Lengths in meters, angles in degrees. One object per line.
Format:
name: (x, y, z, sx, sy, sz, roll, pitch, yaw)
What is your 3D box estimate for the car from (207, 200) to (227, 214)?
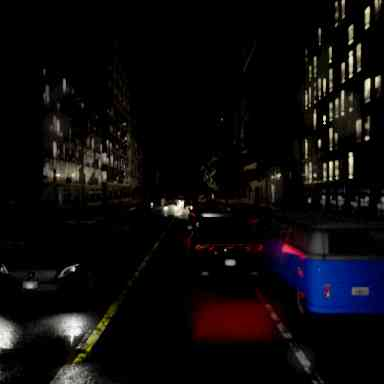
car: (2.623, 1.586, 35.605, 1.802, 1.307, 4.206, 0, 0, 0)

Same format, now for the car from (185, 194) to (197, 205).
car: (-0.115, 1.337, 60.889, 2.097, 1.767, 4.553, 0, 0, 0)

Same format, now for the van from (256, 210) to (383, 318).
van: (2.678, 1.342, 7.144, 1.690, 1.788, 3.998, 0, 0, 0)

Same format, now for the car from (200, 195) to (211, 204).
car: (2.570, 1.421, 64.068, 1.967, 1.590, 4.097, 0, 0, 0)

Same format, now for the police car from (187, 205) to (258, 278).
police car: (0.881, 1.427, 10.269, 1.930, 1.638, 5.238, 0, 0, 0)

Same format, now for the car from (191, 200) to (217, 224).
car: (0.851, 1.459, 26.349, 1.801, 1.575, 5.366, 0, 0, 0)

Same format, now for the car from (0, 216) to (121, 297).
car: (-3.116, 1.527, 8.727, 1.812, 1.442, 4.674, 0, 0, 0)

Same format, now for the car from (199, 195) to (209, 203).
car: (2.559, 1.412, 69.760, 1.967, 1.590, 4.097, 0, 0, 0)

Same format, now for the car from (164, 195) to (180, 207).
car: (-3.186, 1.523, 50.771, 1.812, 1.442, 4.674, 0, 0, 0)

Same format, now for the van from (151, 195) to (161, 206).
van: (-5.789, 1.337, 52.670, 1.690, 1.788, 3.998, 0, 0, 0)

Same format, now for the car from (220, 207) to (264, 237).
car: (2.656, 1.584, 18.528, 1.802, 1.307, 4.206, 0, 0, 0)

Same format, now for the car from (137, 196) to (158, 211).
car: (-5.768, 1.555, 41.285, 2.008, 1.369, 4.403, 0, 0, 0)

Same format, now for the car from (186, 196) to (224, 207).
car: (0.813, 1.354, 20.121, 2.097, 1.767, 4.553, 0, 0, -1)

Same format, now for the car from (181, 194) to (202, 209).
car: (-0.082, 1.353, 46.710, 2.097, 1.767, 4.553, 0, 0, 0)

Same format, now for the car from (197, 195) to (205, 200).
car: (2.516, 1.478, 92.530, 1.887, 1.381, 4.507, 0, 0, 0)

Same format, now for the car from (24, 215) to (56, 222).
car: (-5.714, 1.584, 12.822, 1.802, 1.307, 4.206, 0, 0, 0)
